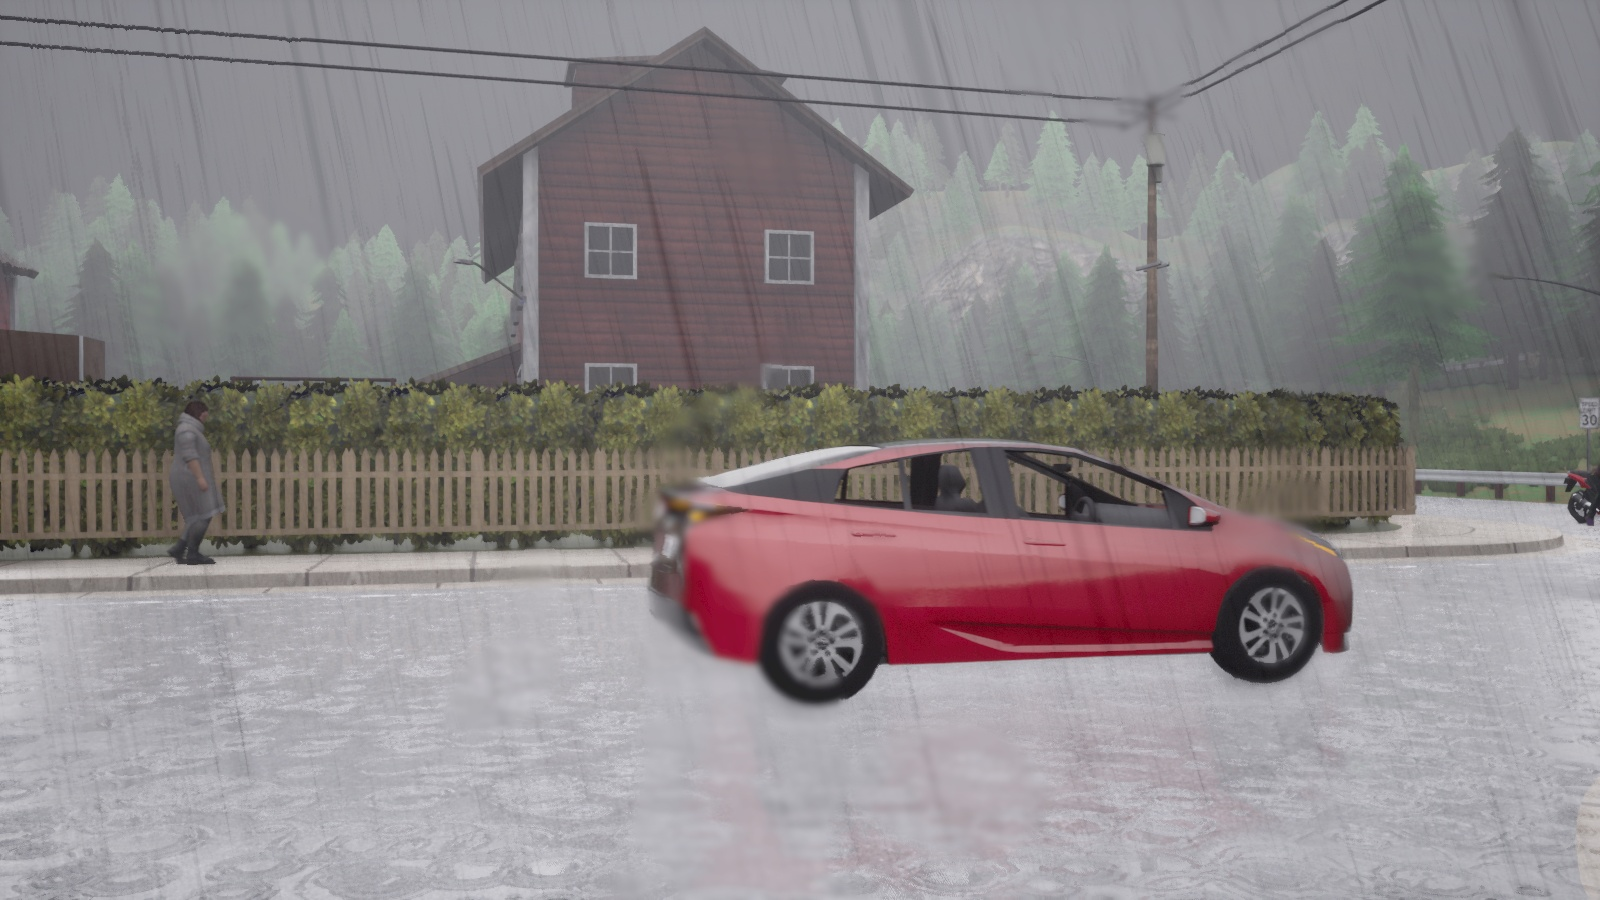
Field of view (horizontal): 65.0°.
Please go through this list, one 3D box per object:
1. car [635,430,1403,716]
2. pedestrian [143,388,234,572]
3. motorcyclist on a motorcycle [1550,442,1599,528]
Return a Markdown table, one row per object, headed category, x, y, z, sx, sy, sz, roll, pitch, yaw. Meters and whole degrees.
| category | x | y | z | sx | sy | sz | roll | pitch | yaw |
| --- | --- | --- | --- | --- | --- | --- | --- | --- | --- |
| car | 1.293 | 0.648 | 8.200 | 4.514 | 1.525 | 2.007 | 0 | 0 | -14 |
| pedestrian | -6.726 | 0.318 | 13.823 | 0.873 | 1.952 | 0.659 | 0 | 0 | -27 |
| motorcyclist on a motorcycle | 14.482 | 0.614 | 22.301 | 0.797 | 1.523 | 2.044 | 0 | 0 | -13 |
